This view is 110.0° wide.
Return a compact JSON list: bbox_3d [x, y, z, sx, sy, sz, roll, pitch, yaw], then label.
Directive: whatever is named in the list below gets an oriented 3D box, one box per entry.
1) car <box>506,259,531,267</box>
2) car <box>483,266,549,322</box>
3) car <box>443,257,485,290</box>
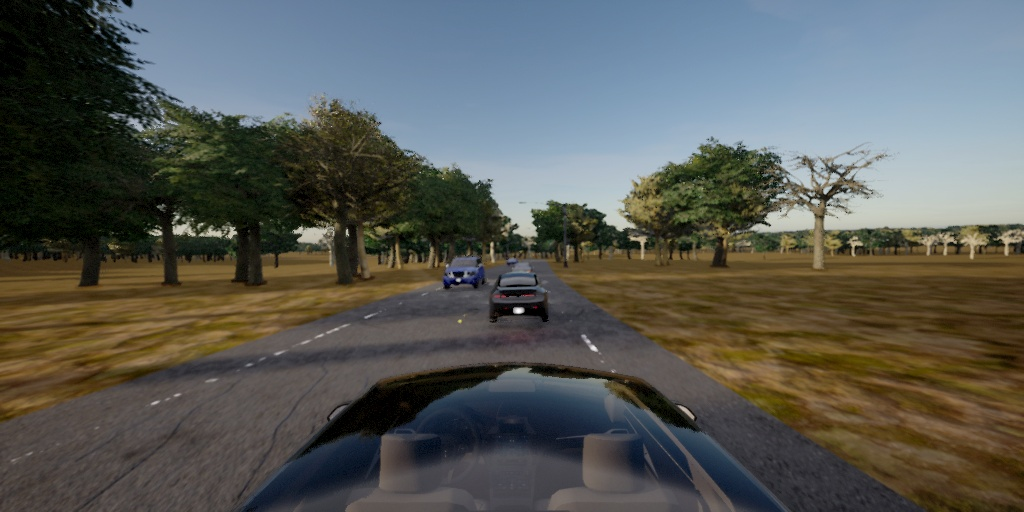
[{"bbox_3d":[0.965,1.314,31.796,2.033,1.411,5.357,-2,0,4],"label":"car"},{"bbox_3d":[0.228,1.305,12.706,1.837,1.490,4.892,-2,0,1],"label":"car"},{"bbox_3d":[-3.100,1.084,24.291,2.150,2.045,5.566,-1,0,3],"label":"car"}]
